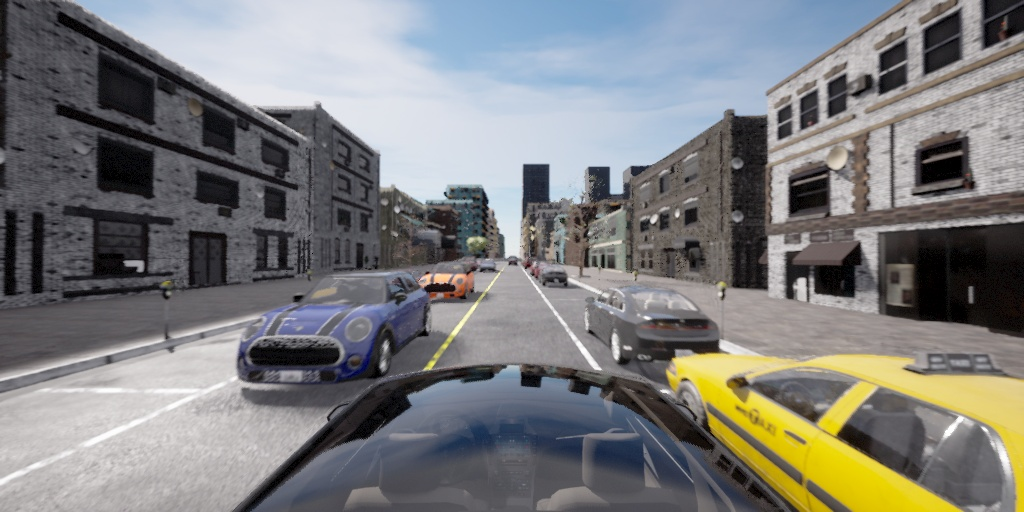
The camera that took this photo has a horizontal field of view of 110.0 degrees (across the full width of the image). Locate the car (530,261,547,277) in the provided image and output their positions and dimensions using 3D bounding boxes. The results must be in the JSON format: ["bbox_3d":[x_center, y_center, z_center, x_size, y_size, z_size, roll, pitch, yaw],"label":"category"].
[{"bbox_3d":[2.755,1.312,29.958,1.802,1.307,4.207,0,0,0],"label":"car"}]

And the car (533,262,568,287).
[{"bbox_3d":[2.742,1.285,24.425,2.007,1.370,4.403,0,0,0],"label":"car"}]

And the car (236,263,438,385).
[{"bbox_3d":[-3.086,1.094,7.275,2.097,1.767,4.553,0,0,0],"label":"car"}]

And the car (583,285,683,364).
[{"bbox_3d":[2.702,1.298,7.826,2.007,1.370,4.403,0,0,0],"label":"car"}]

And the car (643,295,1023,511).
[{"bbox_3d":[2.689,1.278,2.463,1.751,1.417,4.829,0,0,0],"label":"car"}]

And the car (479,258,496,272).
[{"bbox_3d":[-2.903,1.261,44.444,2.033,1.411,5.357,0,0,0],"label":"car"}]

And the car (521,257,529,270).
[{"bbox_3d":[2.809,1.030,52.090,2.192,1.841,5.009,0,0,0],"label":"car"}]

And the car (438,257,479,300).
[{"bbox_3d":[-3.052,1.085,17.582,2.097,1.767,4.553,0,0,0],"label":"car"}]

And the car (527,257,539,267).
[{"bbox_3d":[2.769,1.166,35.492,1.967,1.591,4.097,0,0,0],"label":"car"}]
